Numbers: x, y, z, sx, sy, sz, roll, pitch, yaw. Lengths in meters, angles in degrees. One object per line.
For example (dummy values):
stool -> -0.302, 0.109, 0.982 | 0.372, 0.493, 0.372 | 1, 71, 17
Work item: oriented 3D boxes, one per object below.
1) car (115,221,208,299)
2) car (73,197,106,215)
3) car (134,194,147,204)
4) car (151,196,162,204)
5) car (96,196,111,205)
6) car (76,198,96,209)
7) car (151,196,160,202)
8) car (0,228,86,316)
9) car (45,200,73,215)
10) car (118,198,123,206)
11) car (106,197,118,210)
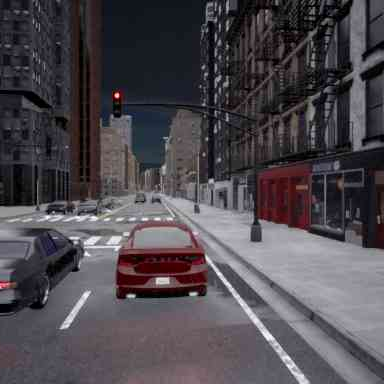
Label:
car -> -0.788, 1.478, 8.556 | 1.882, 1.535, 5.008 | 0, 0, -6
car -> -10.243, 1.516, 33.562 | 1.837, 1.490, 4.892 | 0, 0, -6
car -> -10.371, 1.630, 65.939 | 1.895, 1.301, 4.718 | 0, 0, -6
car -> -7.014, 1.534, 65.159 | 1.837, 1.490, 4.892 | 0, 0, -6
car -> -16.706, 1.575, 62.952 | 2.033, 1.411, 5.357 | 0, 0, -6
car -> -15.047, 1.545, 47.496 | 1.812, 1.442, 4.674 | 0, 0, -7
car -> -8.259, 1.573, 75.463 | 2.033, 1.411, 5.357 | 0, 0, -6
car -> -3.895, 1.547, 7.691 | 2.033, 1.411, 5.357 | 0, 0, -6
car -> -13.647, 1.559, 34.770 | 2.033, 1.411, 5.357 | 0, 0, -6
car -> -12.605, 1.625, 54.946 | 1.895, 1.301, 4.718 | 0, 0, -6
car -> -11.393, 1.522, 43.934 | 1.837, 1.490, 4.892 | 0, 0, -6
